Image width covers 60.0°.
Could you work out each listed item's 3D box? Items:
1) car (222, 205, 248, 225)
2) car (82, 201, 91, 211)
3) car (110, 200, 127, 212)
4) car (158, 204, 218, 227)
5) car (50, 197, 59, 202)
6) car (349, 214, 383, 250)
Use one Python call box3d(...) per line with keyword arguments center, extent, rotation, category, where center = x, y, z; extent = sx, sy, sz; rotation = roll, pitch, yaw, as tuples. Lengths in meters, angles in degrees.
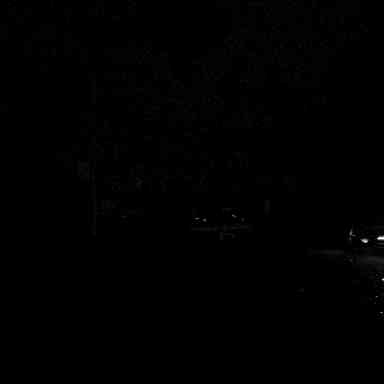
box3d(center=(2.329, 1.735, 26.558), extent=(1.812, 1.442, 4.674), rotation=(1, 0, -39), category="car")
box3d(center=(-13.360, 1.718, 40.532), extent=(1.994, 1.385, 4.181), rotation=(1, -1, -39), category="car")
box3d(center=(-9.913, 1.723, 41.824), extent=(1.812, 1.442, 4.674), rotation=(1, 0, -39), category="car")
box3d(center=(-0.630, 1.670, 24.653), extent=(1.837, 1.490, 4.892), rotation=(1, 0, -39), category="car")
box3d(center=(-36.813, 1.796, 88.122), extent=(2.033, 1.411, 5.357), rotation=(1, 0, -35), category="car")
box3d(center=(8.729, 1.699, 14.400), extent=(4.892, 1.490, 1.837), rotation=(1, 0, -36), category="car")
